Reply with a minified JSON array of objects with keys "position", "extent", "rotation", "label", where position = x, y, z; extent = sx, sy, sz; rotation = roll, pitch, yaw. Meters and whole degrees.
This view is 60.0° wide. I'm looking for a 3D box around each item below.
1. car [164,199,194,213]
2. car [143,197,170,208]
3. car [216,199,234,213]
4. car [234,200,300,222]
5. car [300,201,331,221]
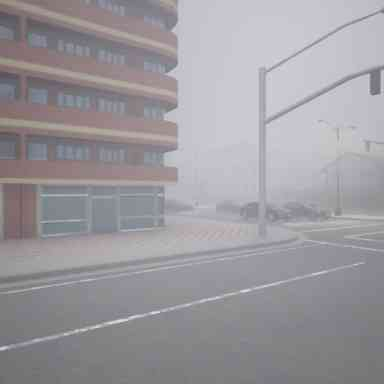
[{"position":[-1.952,1.547,38.103],"extent":[2.033,1.411,5.357],"rotation":[0,0,-35],"label":"car"},{"position":[-5.251,1.504,49.086],"extent":[1.837,1.490,4.892],"rotation":[0,0,-34],"label":"car"},{"position":[4.375,1.526,35.108],"extent":[1.812,1.442,4.674],"rotation":[0,0,-34],"label":"car"},{"position":[5.875,1.505,26.734],"extent":[1.837,1.490,4.892],"rotation":[0,0,-34],"label":"car"},{"position":[9.310,1.526,27.939],"extent":[1.812,1.442,4.674],"rotation":[0,0,-34],"label":"car"}]
